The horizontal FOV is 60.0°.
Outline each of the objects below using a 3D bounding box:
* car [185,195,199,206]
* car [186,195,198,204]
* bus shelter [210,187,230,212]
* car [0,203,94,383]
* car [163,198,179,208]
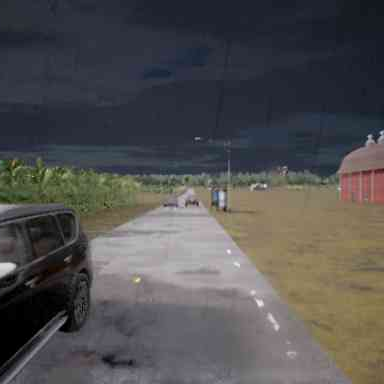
[{"bbox_3d":[0.028,1.236,50.555,2.097,1.767,4.553,0,0,1],"label":"car"},{"bbox_3d":[-0.015,1.358,62.681,2.128,1.511,4.902,-1,0,0],"label":"car"},{"bbox_3d":[3.123,0.783,37.446,1.920,2.740,3.880,0,0,0],"label":"bus shelter"},{"bbox_3d":[-2.850,1.211,3.877,2.150,2.045,5.566,0,0,0],"label":"car"},{"bbox_3d":[-2.834,1.459,45.600,1.994,1.385,4.181,0,0,0],"label":"car"}]
